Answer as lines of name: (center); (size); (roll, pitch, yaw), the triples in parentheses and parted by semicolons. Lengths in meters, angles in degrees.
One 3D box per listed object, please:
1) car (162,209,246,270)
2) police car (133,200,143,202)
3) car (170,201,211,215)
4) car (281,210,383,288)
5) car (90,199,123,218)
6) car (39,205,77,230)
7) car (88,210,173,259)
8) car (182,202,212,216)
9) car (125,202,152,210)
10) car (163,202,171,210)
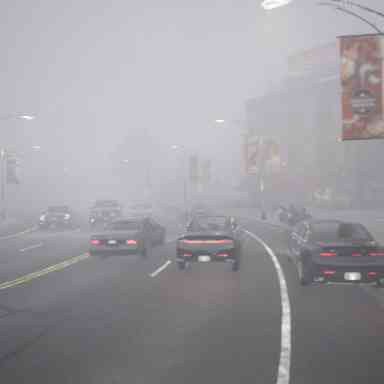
car: (0.733, 1.550, 11.207); (2.128, 1.511, 4.902); (-1, 0, 10)
police car: (-7.458, 1.917, 44.829); (1.930, 1.638, 5.238); (-1, -1, -32)
car: (-0.142, 1.686, 28.230); (2.128, 1.511, 4.902); (-1, 0, -13)
car: (3.706, 1.472, 9.153); (1.837, 1.490, 4.892); (-2, 0, 11)
car: (-6.518, 1.556, 25.585); (2.150, 2.045, 5.566); (-1, 0, -13)
car: (-9.948, 1.776, 24.911); (2.097, 1.767, 4.553); (-1, 0, -13)
car: (-2.337, 1.697, 13.374); (2.033, 1.411, 5.357); (-1, 0, 6)
car: (0.473, 1.834, 37.086); (1.895, 1.301, 4.718); (-1, 0, -19)
car: (-5.294, 1.961, 33.425); (1.895, 1.301, 4.718); (-1, 0, -21)
car: (-2.095, 1.859, 42.210); (2.002, 1.452, 4.674); (-1, 0, -29)
